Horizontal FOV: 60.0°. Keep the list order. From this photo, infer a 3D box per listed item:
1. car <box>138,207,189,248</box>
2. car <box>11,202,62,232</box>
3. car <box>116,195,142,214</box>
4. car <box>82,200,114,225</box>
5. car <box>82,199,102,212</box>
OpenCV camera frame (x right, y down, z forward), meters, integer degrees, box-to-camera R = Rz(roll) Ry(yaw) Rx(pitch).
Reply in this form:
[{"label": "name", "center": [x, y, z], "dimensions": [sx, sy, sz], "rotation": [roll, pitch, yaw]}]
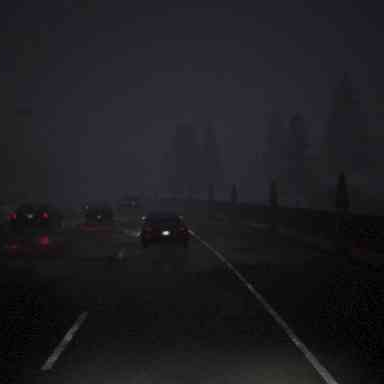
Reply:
[{"label": "car", "center": [-1.311, 1.592, 15.068], "dimensions": [1.994, 1.385, 4.181], "rotation": [0, 0, -8]}, {"label": "car", "center": [-9.447, 1.404, 20.571], "dimensions": [2.097, 1.767, 4.553], "rotation": [0, 0, -12]}, {"label": "car", "center": [-7.170, 1.297, 37.521], "dimensions": [2.150, 2.045, 5.566], "rotation": [0, 0, -21]}, {"label": "car", "center": [-6.892, 1.532, 24.937], "dimensions": [1.882, 1.535, 5.008], "rotation": [0, 0, -14]}, {"label": "car", "center": [-12.279, 1.654, 40.650], "dimensions": [1.994, 1.385, 4.181], "rotation": [0, 0, -23]}]
